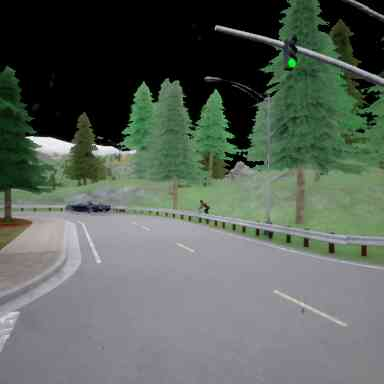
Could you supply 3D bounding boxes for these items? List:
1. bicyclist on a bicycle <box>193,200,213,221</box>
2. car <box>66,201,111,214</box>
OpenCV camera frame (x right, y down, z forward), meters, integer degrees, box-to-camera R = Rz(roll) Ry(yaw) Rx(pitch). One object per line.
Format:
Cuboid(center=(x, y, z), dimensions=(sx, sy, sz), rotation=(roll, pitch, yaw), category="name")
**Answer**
Cuboid(center=(0.876, 1.429, 25.515), dimensions=(1.656, 1.620, 0.582), rotation=(-1, 2, -20), category="bicyclist on a bicycle")
Cuboid(center=(-10.688, 1.561, 34.113), dimensions=(4.718, 1.301, 1.895), rotation=(0, 0, 30), category="car")
